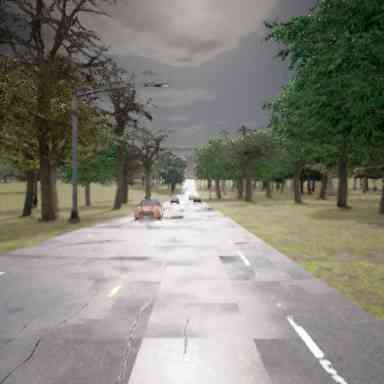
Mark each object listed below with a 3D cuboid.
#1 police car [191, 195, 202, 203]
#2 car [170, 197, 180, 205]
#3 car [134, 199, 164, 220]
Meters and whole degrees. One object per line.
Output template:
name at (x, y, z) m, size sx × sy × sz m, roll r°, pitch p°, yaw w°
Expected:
police car at (1.216, 1.805, 77.448) m, size 1.930 × 1.638 × 5.238 m, roll 0°, pitch 0°, yaw 0°
car at (-3.508, 1.790, 69.146) m, size 1.882 × 1.535 × 5.008 m, roll 0°, pitch 0°, yaw 0°
car at (-3.598, 1.414, 28.364) m, size 2.097 × 1.767 × 4.553 m, roll 0°, pitch 0°, yaw 0°
